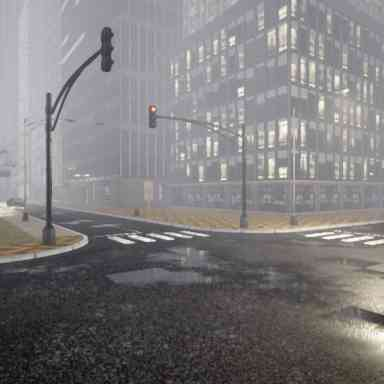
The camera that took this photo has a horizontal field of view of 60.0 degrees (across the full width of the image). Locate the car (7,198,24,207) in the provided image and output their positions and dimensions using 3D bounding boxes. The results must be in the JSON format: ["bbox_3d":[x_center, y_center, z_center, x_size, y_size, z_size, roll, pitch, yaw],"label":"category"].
[{"bbox_3d":[-26.818,1.548,50.548,2.033,1.411,5.357,0,0,-35],"label":"car"}]
